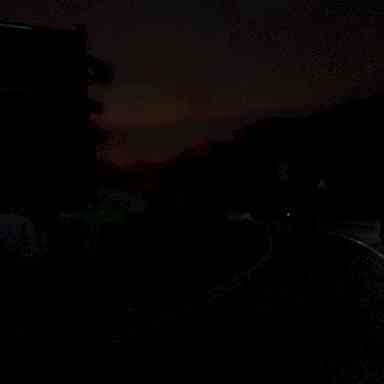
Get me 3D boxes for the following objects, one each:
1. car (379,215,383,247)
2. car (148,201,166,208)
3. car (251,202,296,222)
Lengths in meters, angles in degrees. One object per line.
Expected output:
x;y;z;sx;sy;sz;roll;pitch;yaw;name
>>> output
7.589;1.073;10.468;2.150;2.045;5.566;-1;1;19;car
-5.631;2.218;53.474;2.097;1.767;4.553;-1;0;-19;car
6.560;1.574;27.444;2.128;1.511;4.902;-1;-1;-17;car
